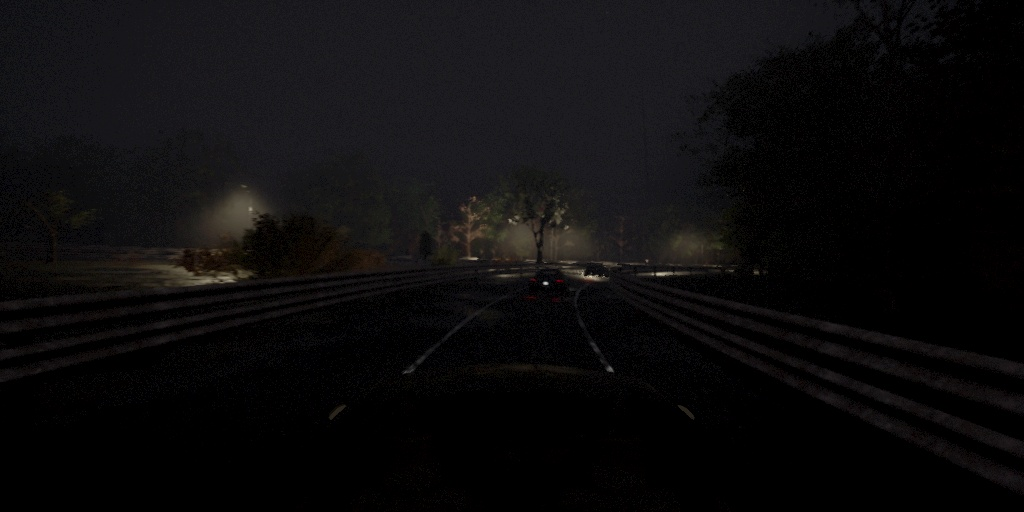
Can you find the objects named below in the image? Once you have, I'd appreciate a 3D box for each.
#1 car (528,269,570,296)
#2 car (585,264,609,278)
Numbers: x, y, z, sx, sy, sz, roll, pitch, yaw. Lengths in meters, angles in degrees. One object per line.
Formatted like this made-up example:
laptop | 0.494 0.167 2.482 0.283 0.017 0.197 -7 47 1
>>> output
car | 2.217 1.432 20.752 1.994 1.385 4.181 1 0 13
car | 9.708 1.675 40.971 1.837 1.490 4.892 1 -1 28
